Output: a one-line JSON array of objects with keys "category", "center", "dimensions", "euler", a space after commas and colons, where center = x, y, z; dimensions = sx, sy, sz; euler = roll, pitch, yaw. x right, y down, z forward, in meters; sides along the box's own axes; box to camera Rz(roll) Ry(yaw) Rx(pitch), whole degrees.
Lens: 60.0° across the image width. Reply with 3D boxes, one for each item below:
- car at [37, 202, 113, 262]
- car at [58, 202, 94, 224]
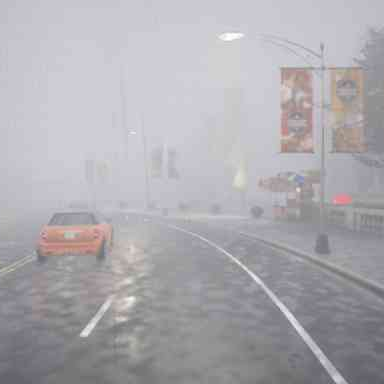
[{"category": "car", "center": [-4.164, 1.405, 12.541], "dimensions": [2.097, 1.767, 4.553], "euler": [0, 0, -9]}, {"category": "car", "center": [-9.579, 1.623, 27.166], "dimensions": [1.837, 1.490, 4.892], "euler": [0, 0, -31]}]
